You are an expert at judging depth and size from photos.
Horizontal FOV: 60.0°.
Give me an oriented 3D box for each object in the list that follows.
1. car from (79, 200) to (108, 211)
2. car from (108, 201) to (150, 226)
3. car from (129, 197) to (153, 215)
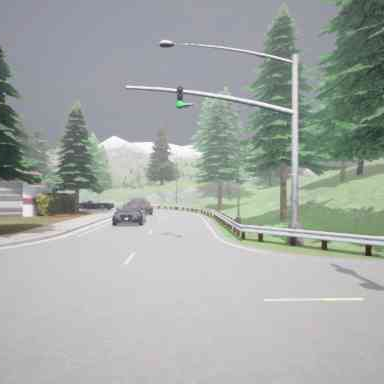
[{"bbox_3d":[-12.023,1.592,40.962,4.718,1.301,1.895,0,0,13],"label":"car"},{"bbox_3d":[-4.359,1.555,23.544,1.994,1.385,4.181,0,0,-3],"label":"car"},{"bbox_3d":[-5.336,1.340,33.321,2.097,1.767,4.553,0,0,-20],"label":"car"}]
